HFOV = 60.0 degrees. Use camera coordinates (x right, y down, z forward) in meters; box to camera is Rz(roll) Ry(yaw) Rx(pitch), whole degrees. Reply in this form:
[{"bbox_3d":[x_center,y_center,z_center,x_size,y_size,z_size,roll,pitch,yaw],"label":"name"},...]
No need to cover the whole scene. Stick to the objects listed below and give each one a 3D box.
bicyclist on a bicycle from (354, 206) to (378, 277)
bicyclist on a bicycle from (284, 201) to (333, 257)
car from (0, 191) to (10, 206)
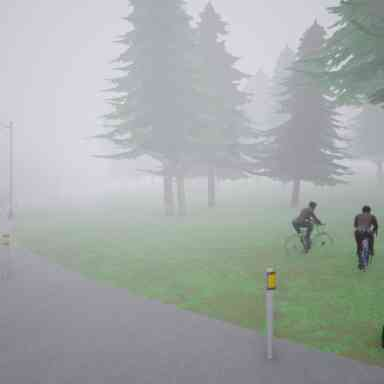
[{"bbox_3d":[4.299,1.178,8.222,0.582,1.620,1.656,0,4,37],"label":"bicyclist on a bicycle"},{"bbox_3d":[3.458,1.115,9.862,1.656,1.620,0.582,-3,3,-15],"label":"bicyclist on a bicycle"},{"bbox_3d":[-22.589,0.626,38.719,2.097,1.767,4.553,0,3,-13],"label":"car"}]
